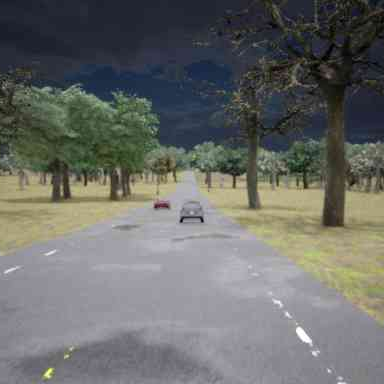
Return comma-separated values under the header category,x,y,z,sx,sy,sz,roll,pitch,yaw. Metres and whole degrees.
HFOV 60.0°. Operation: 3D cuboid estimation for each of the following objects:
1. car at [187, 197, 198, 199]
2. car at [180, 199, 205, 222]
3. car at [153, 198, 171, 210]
category,x,y,z,sx,sy,sz,roll,pitch,yaw
car,0.026,1.350,44.817,1.895,1.301,4.718,0,1,0
car,0.012,1.523,26.162,2.033,1.411,5.357,0,0,1
car,-3.560,1.420,40.519,1.895,1.301,4.718,0,1,0
